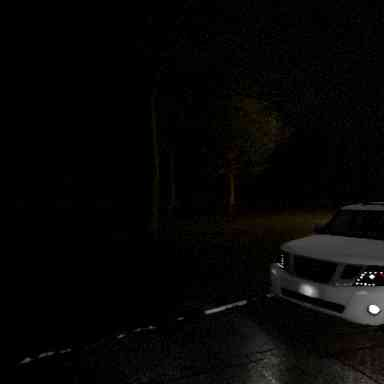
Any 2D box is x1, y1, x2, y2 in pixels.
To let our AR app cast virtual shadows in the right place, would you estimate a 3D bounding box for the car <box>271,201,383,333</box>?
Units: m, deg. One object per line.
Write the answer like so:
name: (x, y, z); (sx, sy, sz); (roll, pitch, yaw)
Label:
car: (4.110, 1.230, 6.918); (5.566, 2.045, 2.150); (0, 0, -35)
